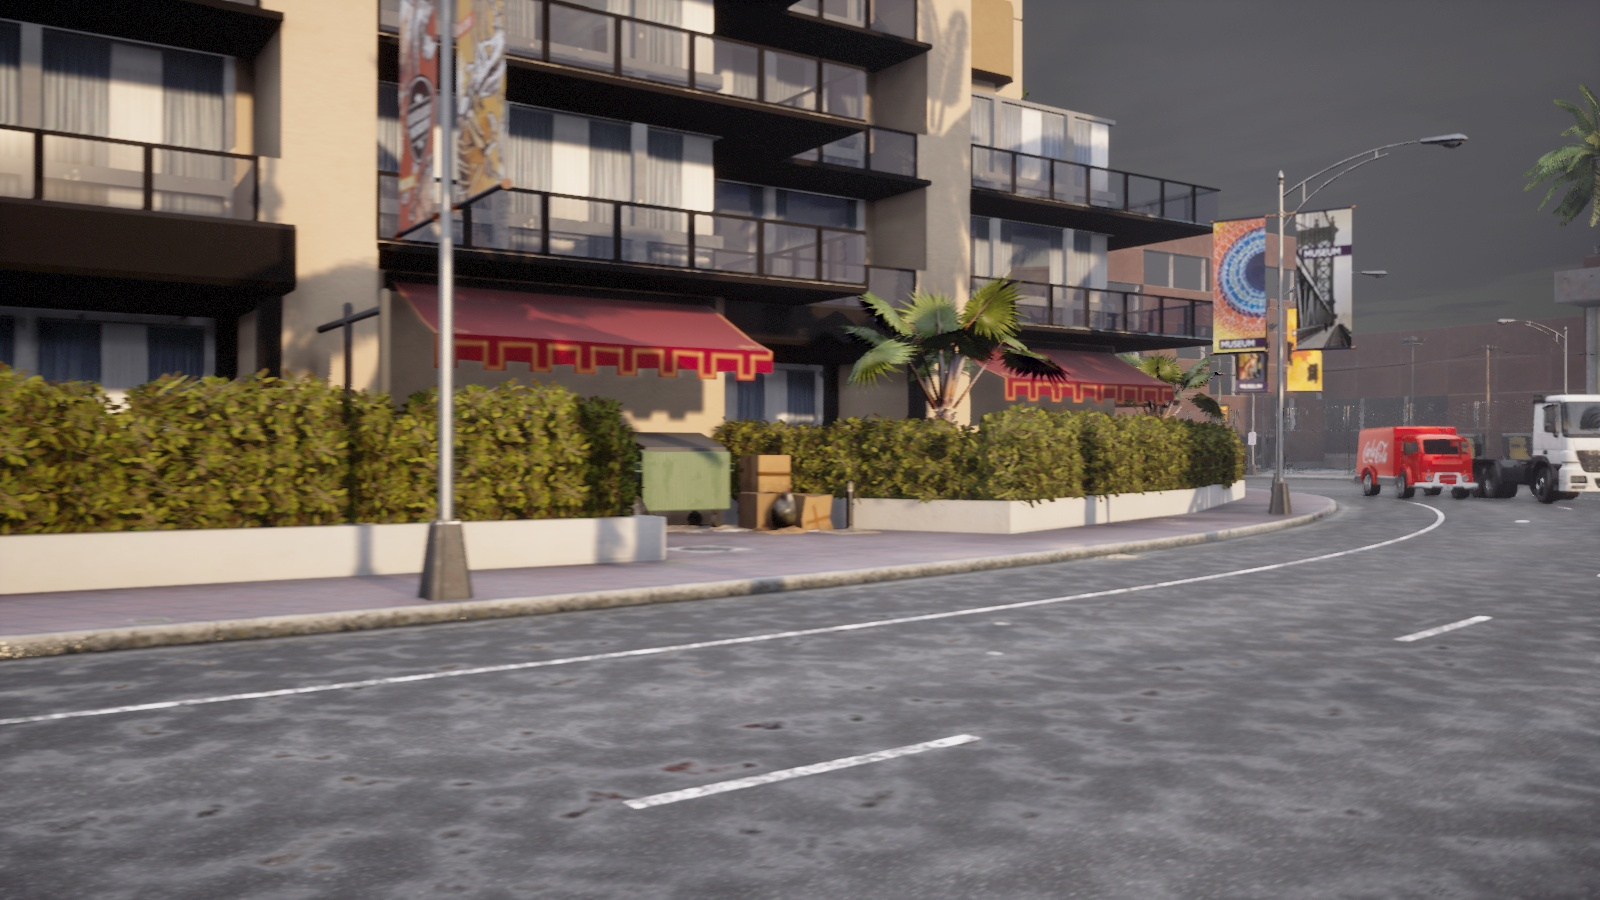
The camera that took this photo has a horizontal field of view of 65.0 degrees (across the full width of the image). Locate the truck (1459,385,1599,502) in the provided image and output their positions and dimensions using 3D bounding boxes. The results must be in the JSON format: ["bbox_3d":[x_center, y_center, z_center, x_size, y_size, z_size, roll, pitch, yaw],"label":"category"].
[{"bbox_3d":[24.755,-0.181,41.229,2.891,3.462,7.936,0,0,7],"label":"truck"}]

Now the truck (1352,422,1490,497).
[{"bbox_3d":[21.582,0.329,43.948,2.627,2.467,5.204,0,0,5],"label":"truck"}]
